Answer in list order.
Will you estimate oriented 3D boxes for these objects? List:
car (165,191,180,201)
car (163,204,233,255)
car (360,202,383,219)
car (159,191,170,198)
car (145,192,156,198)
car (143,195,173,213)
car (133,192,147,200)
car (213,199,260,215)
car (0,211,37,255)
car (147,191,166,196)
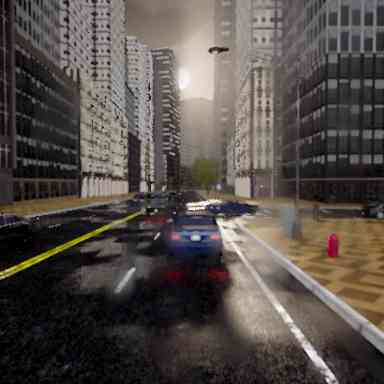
[{"bbox_3d":[-3.103,0.764,57.251,1.837,1.490,4.892,0,1,0],"label":"car"},{"bbox_3d":[0.107,1.384,12.451,2.033,1.411,5.357,0,1,0],"label":"car"},{"bbox_3d":[15.942,1.458,26.771,4.403,1.369,2.008,0,1,-1],"label":"car"},{"bbox_3d":[-6.434,0.518,77.859,2.128,1.511,4.902,0,1,0],"label":"car"},{"bbox_3d":[-9.685,0.592,77.848,1.895,1.301,4.718,0,1,0],"label":"car"},{"bbox_3d":[-3.115,1.236,31.097,1.895,1.301,4.718,0,2,0],"label":"car"},{"bbox_3d":[-9.724,0.768,62.067,1.994,1.385,4.181,0,1,1],"label":"car"},{"bbox_3d":[3.536,1.298,28.480,5.357,1.411,2.033,-1,2,-40],"label":"car"},{"bbox_3d":[-6.570,1.367,10.176,2.128,1.511,4.902,0,1,0],"label":"car"},{"bbox_3d":[-6.465,0.748,62.043,2.033,1.411,5.357,0,1,1],"label":"car"}]
